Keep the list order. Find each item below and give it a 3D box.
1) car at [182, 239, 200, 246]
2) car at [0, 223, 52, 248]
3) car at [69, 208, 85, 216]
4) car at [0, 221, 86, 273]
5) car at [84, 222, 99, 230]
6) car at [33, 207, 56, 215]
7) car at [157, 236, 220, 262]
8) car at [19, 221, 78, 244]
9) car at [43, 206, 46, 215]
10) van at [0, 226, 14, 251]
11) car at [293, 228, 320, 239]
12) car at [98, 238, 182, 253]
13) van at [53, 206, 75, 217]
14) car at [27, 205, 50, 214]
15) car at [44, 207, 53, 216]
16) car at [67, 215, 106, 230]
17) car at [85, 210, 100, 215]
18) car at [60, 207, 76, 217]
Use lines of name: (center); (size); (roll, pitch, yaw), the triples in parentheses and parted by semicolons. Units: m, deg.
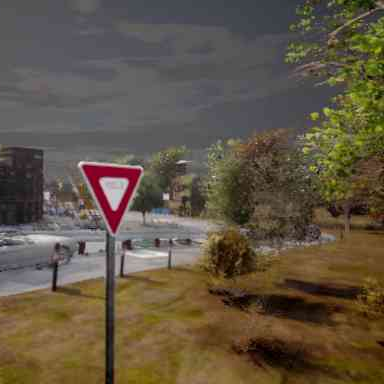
car: (-2.055, 4.435, 25.390); (5.566, 2.045, 2.435); (1, 1, 17)
car: (-17.227, 4.256, 33.443); (5.566, 2.045, 2.435); (0, 0, 17)
car: (-20.891, 4.273, 64.590); (1.946, 1.575, 5.366); (0, 1, 19)
car: (-5.635, 1.699, 9.768); (1.895, 1.301, 4.718); (1, -2, 25)
car: (-13.640, 4.536, 38.161); (4.792, 1.488, 2.163); (0, 0, 17)
car: (-32.658, 4.166, 73.822); (2.002, 1.452, 4.674); (0, 1, 19)
car: (-0.229, 4.715, 27.800); (4.792, 1.488, 2.163); (1, 1, 17)
car: (-15.432, 4.256, 35.796); (5.566, 2.045, 2.435); (0, 0, 17)
car: (-30.335, 4.031, 71.907); (2.185, 1.767, 4.553); (0, 1, 19)
van: (-19.160, 4.283, 31.123); (4.442, 1.987, 1.878); (0, 0, 17)
car: (10.875, 3.618, 31.408); (1.812, 1.442, 4.674); (1, -4, 30)
car: (-3.942, 4.434, 22.980); (5.566, 2.045, 2.435); (1, 1, 17)
van: (-25.670, 3.994, 68.056); (1.878, 1.987, 4.442); (1, 1, 19)
car: (-34.978, 3.970, 75.734); (2.185, 1.767, 4.553); (1, 1, 19)
car: (-27.970, 4.186, 70.058); (2.097, 1.535, 5.008); (1, 1, 19)
car: (-11.903, 4.255, 40.505); (5.566, 2.045, 2.435); (0, 0, 17)
car: (-16.256, 4.090, 60.626); (2.435, 2.045, 5.566); (1, 1, 19)
car: (-23.299, 4.288, 66.289); (2.002, 1.452, 4.674); (0, 1, 19)
